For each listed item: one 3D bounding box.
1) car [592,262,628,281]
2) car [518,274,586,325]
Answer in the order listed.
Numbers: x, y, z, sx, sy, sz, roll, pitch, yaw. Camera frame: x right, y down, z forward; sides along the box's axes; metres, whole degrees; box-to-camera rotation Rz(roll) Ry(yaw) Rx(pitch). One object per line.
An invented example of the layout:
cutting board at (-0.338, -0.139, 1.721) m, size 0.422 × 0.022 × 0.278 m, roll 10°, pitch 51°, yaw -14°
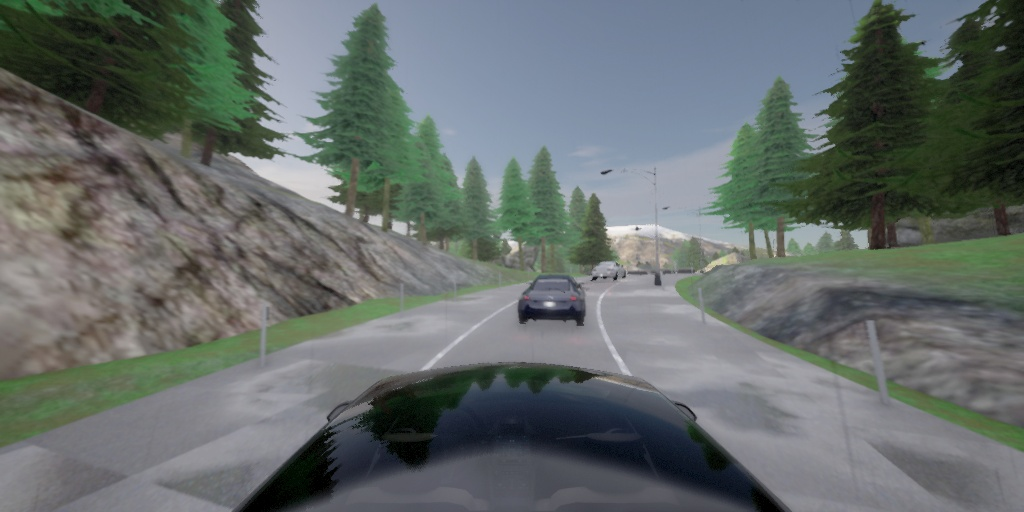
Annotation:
car at (7.645, 1.179, 28.192) m, size 1.812 × 1.442 × 4.674 m, roll -3°, pitch -1°, yaw 29°
car at (1.429, 1.294, 11.919) m, size 1.994 × 1.385 × 4.181 m, roll -1°, pitch 0°, yaw 11°
